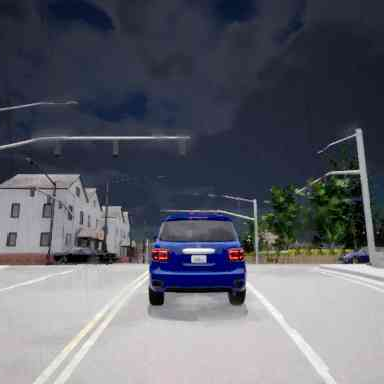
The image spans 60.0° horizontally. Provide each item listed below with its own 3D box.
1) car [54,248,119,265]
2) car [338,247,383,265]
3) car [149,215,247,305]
[{"bbox_3d":[-7.887,4.841,24.908,4.718,1.301,1.895,-5,-14,22],"label":"car"},{"bbox_3d":[15.426,5.659,29.606,4.553,1.767,2.097,0,-12,1],"label":"car"},{"bbox_3d":[0.079,1.761,9.303,2.150,2.045,5.566,0,-7,-1],"label":"car"}]
